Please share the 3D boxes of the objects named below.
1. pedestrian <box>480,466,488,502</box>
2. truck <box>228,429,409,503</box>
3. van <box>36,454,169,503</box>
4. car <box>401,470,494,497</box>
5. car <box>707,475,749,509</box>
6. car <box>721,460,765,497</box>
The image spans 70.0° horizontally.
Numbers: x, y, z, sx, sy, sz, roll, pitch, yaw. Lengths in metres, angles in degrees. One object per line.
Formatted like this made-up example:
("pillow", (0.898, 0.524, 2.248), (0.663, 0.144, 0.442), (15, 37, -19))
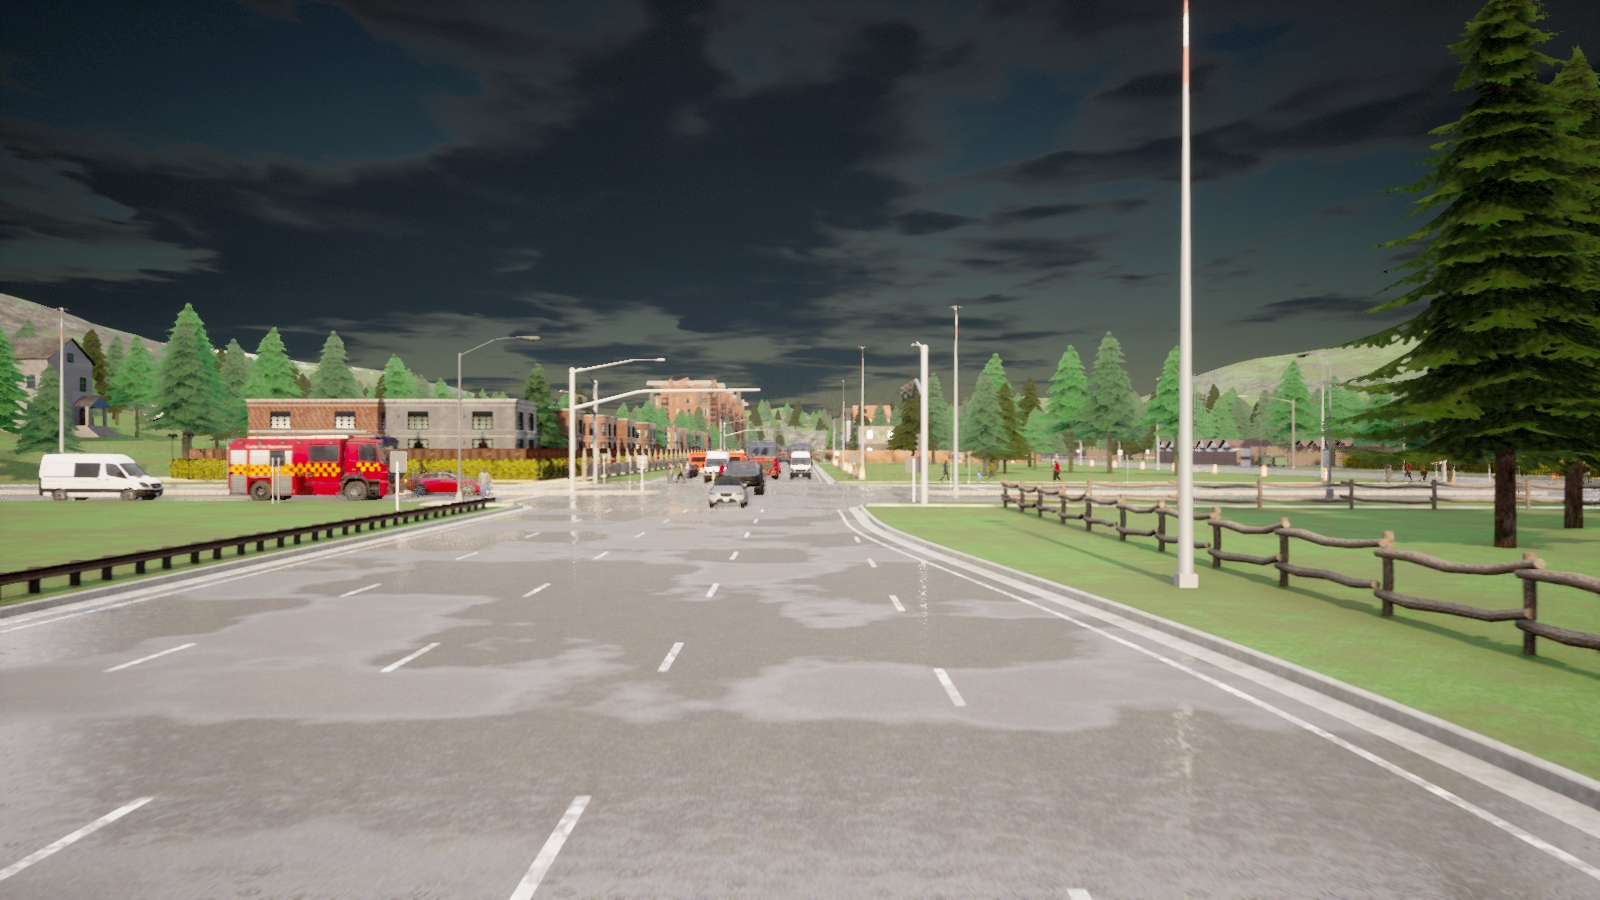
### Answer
("pedestrian", (-16.783, 1.804, 60.656), (0.375, 1.860, 0.375), (0, 0, -21))
("truck", (-25.562, 0.846, 60.926), (8.468, 3.827, 2.891), (0, 0, 1))
("van", (-37.369, 1.490, 61.298), (5.915, 2.561, 1.988), (0, 0, 1))
("car", (-20.978, 1.998, 68.134), (4.902, 1.511, 2.128), (0, 0, 1))
("car", (-3.467, 2.025, 55.570), (1.816, 1.474, 4.193), (0, 0, 0))
("car", (-3.456, 1.702, 70.664), (2.390, 2.098, 6.274), (0, 0, 0))
